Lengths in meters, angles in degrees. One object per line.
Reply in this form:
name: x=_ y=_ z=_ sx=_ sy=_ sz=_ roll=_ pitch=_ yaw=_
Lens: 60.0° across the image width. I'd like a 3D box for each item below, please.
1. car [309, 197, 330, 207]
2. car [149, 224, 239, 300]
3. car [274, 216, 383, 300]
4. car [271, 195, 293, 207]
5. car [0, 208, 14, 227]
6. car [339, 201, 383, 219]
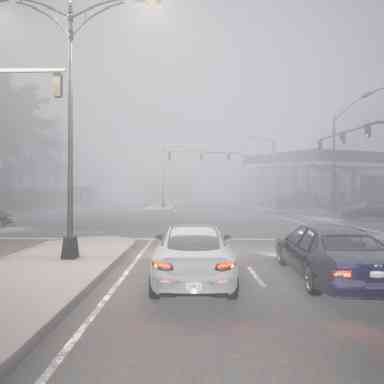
car: x=18.630 y=1.433 z=48.691 sx=1.970 sy=1.475 sz=3.806 roll=0 pitch=0 yaw=0
car: x=0.032 y=1.516 z=8.260 sx=1.812 sy=1.442 sz=4.674 roll=0 pitch=0 yaw=0
car: x=3.511 y=1.545 z=8.567 sx=2.033 sy=1.411 sz=5.357 roll=0 pitch=0 yaw=3
car: x=12.891 y=1.261 z=47.890 sx=2.242 sy=1.667 sz=4.611 roll=0 pitch=0 yaw=0
car: x=-13.525 y=1.490 z=21.621 sx=5.357 sy=1.411 sz=2.033 roll=0 pitch=0 yaw=40
car: x=14.749 y=1.523 z=27.755 sx=4.674 sy=1.442 sz=1.812 roll=0 pitch=0 yaw=-1
